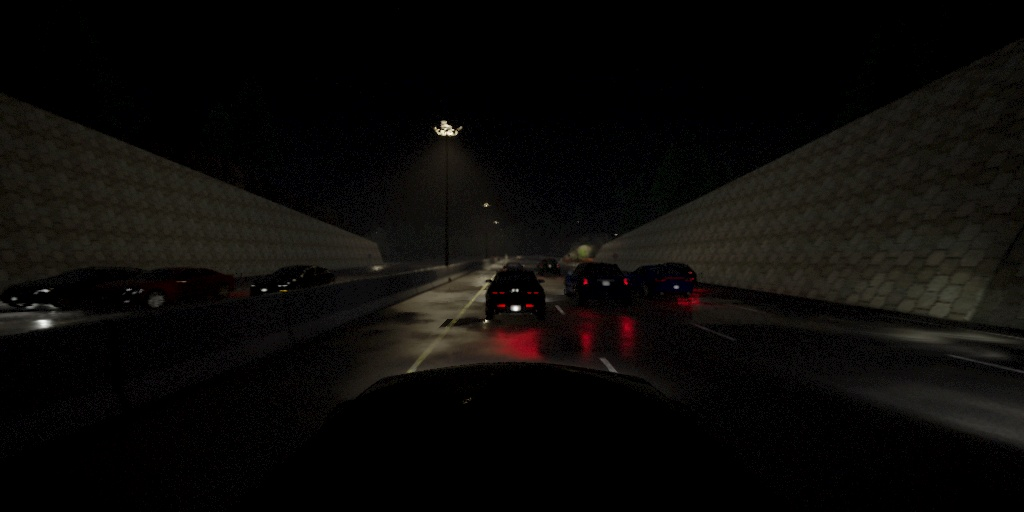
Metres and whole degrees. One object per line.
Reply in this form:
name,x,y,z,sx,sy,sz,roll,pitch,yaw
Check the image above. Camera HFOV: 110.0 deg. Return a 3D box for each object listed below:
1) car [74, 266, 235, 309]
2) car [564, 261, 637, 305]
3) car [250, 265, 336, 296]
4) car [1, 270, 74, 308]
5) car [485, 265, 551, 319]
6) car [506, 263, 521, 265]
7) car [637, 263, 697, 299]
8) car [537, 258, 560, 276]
car,-14.036,1.189,14.846,1.882,1.535,5.008,0,0,1
car,3.614,1.066,15.884,2.097,1.767,4.553,0,0,0
car,-10.509,1.213,17.666,1.837,1.490,4.892,0,0,0
car,-17.534,1.235,14.971,1.812,1.442,4.674,0,0,1
car,0.108,1.227,12.602,1.837,1.490,4.892,0,0,0
car,0.127,1.240,30.758,1.994,1.385,4.181,0,0,0
car,7.114,1.188,17.983,1.882,1.535,5.008,0,0,0
car,3.633,1.014,36.474,2.097,1.767,4.553,0,0,0
